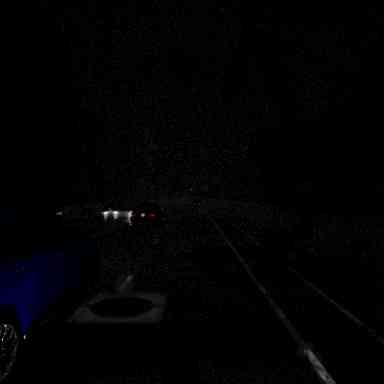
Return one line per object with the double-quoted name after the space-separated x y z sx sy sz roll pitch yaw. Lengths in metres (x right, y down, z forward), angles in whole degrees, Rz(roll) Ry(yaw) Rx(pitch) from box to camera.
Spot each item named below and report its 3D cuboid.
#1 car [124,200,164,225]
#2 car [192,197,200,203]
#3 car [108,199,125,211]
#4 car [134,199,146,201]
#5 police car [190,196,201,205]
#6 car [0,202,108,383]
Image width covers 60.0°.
-3.148 1.553 23.896 2.033 1.411 5.357 0 0 0 "car"
0.986 1.993 80.197 1.812 1.442 4.674 0 -1 0 "car"
-9.839 1.645 42.465 2.033 1.411 5.357 0 0 0 "car"
-6.584 1.586 42.039 2.128 1.511 4.902 0 0 0 "car"
0.984 1.786 70.308 1.930 1.638 5.238 0 -1 0 "police car"
-3.151 1.219 5.204 2.150 2.045 5.566 0 0 0 "car"
